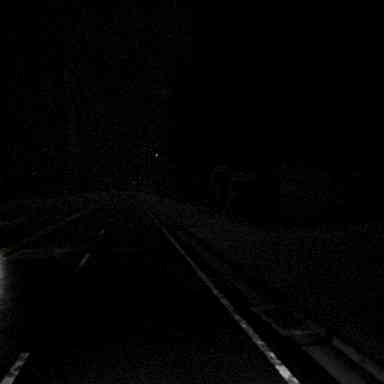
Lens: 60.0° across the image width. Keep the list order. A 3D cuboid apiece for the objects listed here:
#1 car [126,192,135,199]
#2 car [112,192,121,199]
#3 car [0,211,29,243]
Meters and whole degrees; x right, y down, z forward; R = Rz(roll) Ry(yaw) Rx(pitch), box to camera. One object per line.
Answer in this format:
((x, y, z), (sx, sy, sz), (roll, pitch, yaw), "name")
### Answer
((-14.328, 0.672, 77.324), (1.882, 1.535, 5.008), (-1, 1, -11), "car")
((-17.520, 0.816, 76.726), (2.033, 1.411, 5.357), (-1, 1, -11), "car")
((-9.503, 1.619, 15.942), (1.895, 1.301, 4.718), (-1, 1, -11), "car")
